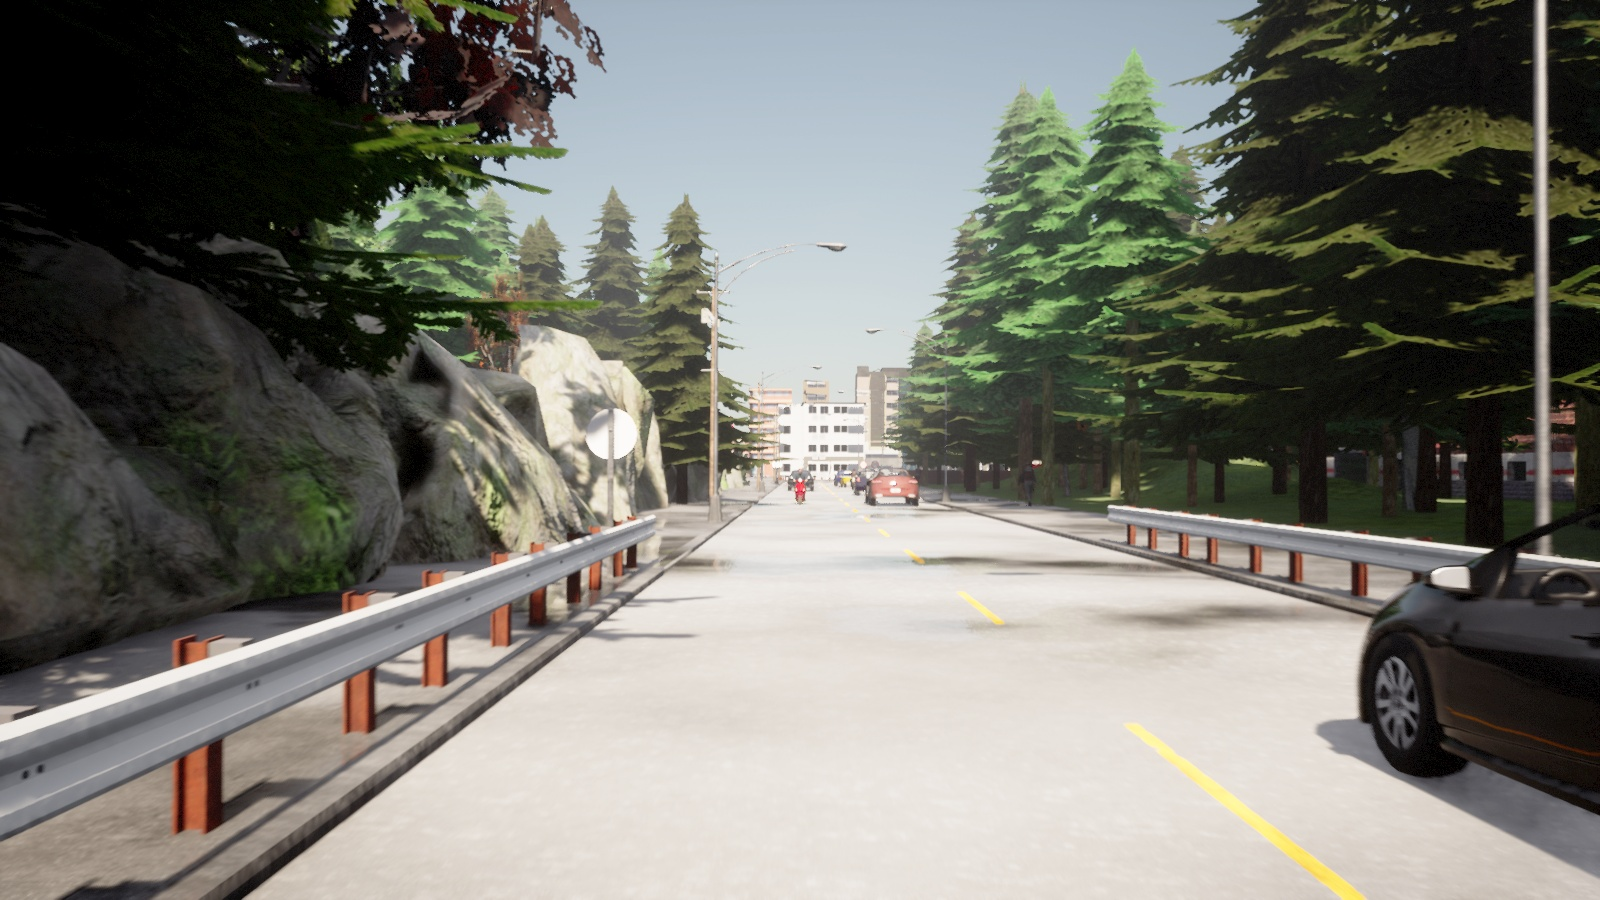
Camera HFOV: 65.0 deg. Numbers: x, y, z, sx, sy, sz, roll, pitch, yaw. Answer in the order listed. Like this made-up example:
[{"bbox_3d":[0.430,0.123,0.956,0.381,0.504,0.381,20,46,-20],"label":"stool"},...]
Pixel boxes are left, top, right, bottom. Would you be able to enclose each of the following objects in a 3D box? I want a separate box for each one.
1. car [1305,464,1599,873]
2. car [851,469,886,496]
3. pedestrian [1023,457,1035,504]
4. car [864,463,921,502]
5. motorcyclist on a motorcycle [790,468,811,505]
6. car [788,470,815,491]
[{"bbox_3d":[3.987,0.819,5.138,2.007,1.525,4.514,0,-1,0],"label":"car"},{"bbox_3d":[4.058,1.919,74.717,1.845,1.501,3.633,0,-1,0],"label":"car"},{"bbox_3d":[9.170,1.230,50.216,0.376,1.854,0.720,0,-1,3],"label":"pedestrian"},{"bbox_3d":[4.020,1.395,55.331,2.152,1.651,5.027,0,-1,0],"label":"car"},{"bbox_3d":[0.019,1.571,54.307,0.866,1.590,1.817,0,-1,0],"label":"motorcyclist on a motorcycle"},{"bbox_3d":[0.085,2.133,88.722,1.837,1.490,4.892,0,-1,0],"label":"car"}]
